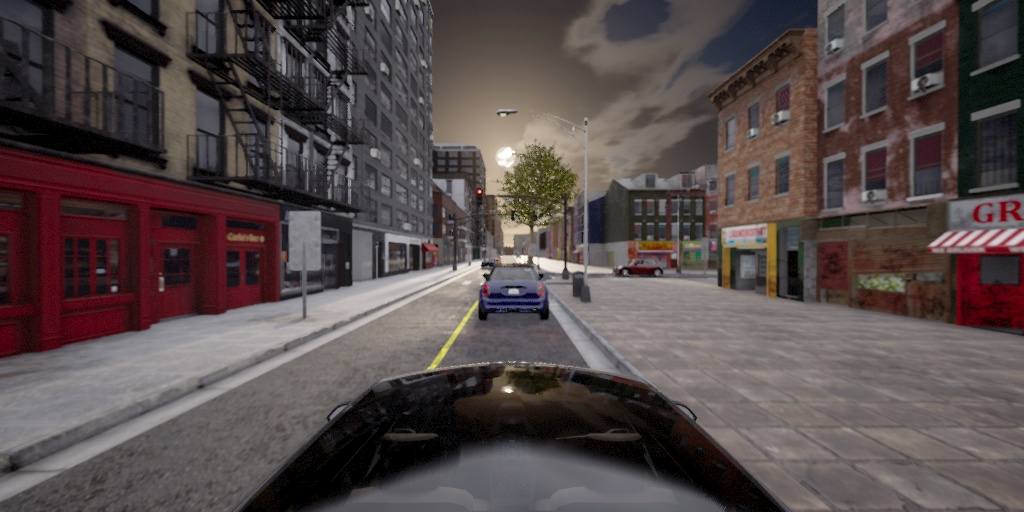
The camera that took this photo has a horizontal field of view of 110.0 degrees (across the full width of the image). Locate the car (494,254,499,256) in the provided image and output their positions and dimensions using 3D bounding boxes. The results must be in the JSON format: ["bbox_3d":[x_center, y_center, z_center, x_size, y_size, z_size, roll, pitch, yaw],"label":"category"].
[{"bbox_3d":[-2.931,0.526,63.249,2.097,1.767,4.553,0,0,0],"label":"car"}]

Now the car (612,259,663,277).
[{"bbox_3d":[10.847,0.975,31.233,4.097,1.591,1.967,0,0,0],"label":"car"}]

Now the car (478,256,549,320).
[{"bbox_3d":[0.048,0.999,12.286,2.097,1.767,4.553,0,1,0],"label":"car"}]
